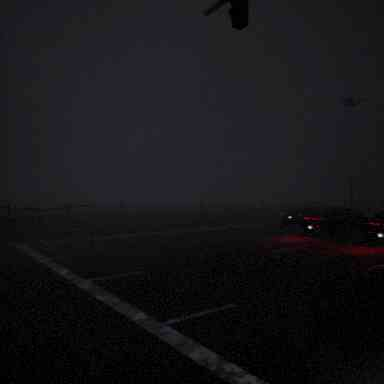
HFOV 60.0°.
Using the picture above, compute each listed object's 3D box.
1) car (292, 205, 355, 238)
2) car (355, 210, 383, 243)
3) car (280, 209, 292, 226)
[{"bbox_3d":[7.848,1.506,17.944,4.892,1.490,1.837,0,0,-36],"label":"car"},{"bbox_3d":[9.608,1.506,14.899,4.892,1.490,1.837,0,0,-36],"label":"car"},{"bbox_3d":[7.857,1.566,22.250,4.181,1.385,1.994,0,0,-36],"label":"car"}]
